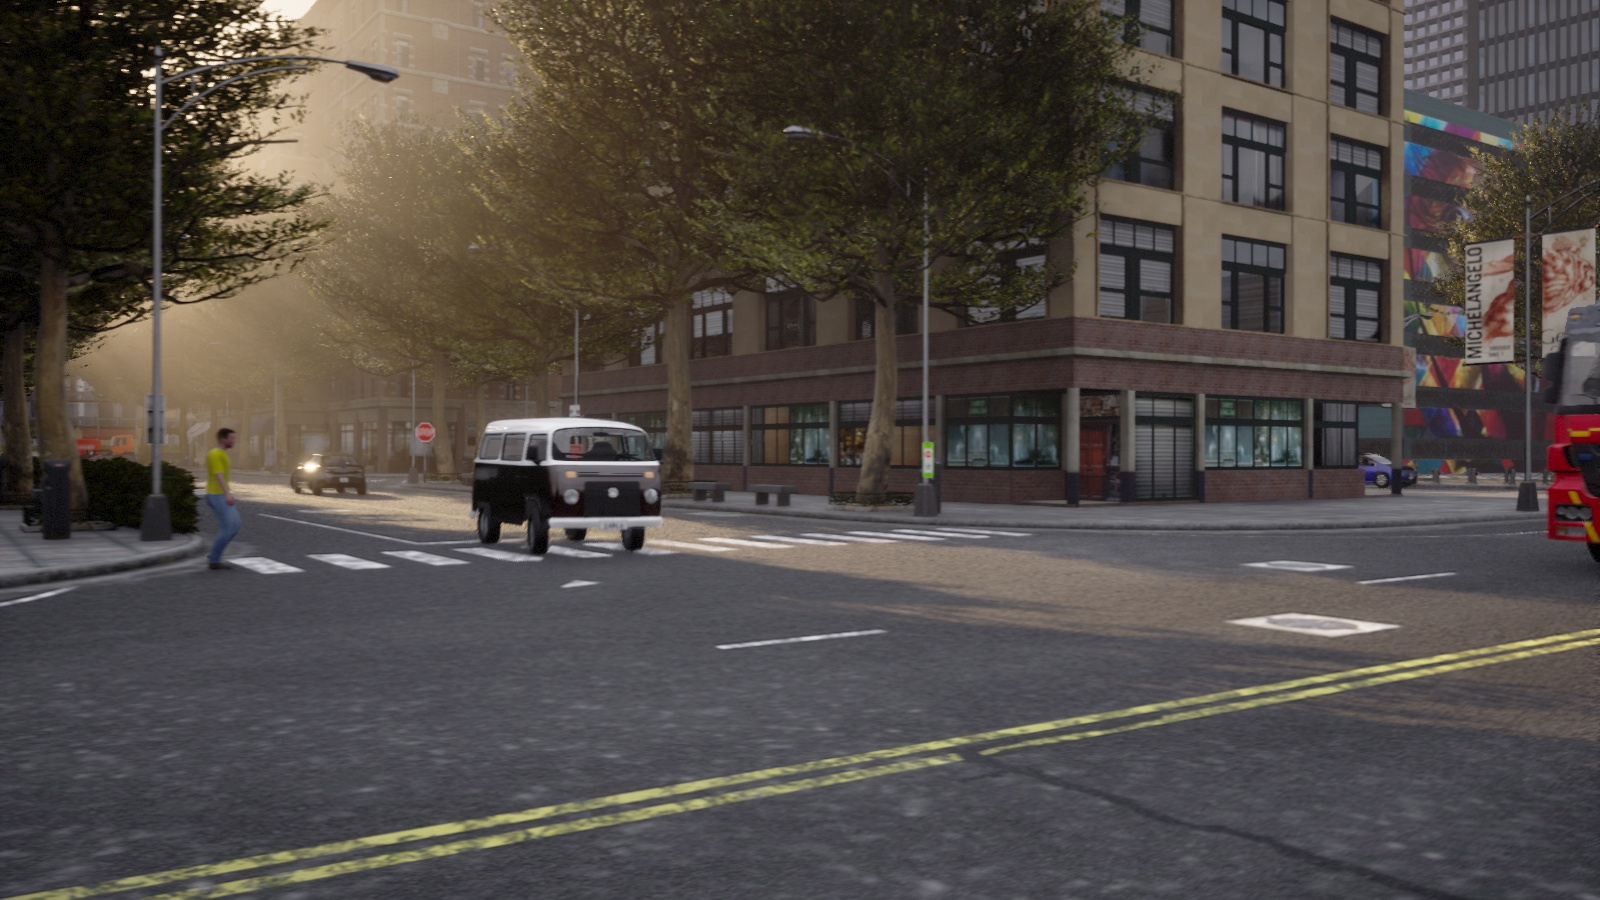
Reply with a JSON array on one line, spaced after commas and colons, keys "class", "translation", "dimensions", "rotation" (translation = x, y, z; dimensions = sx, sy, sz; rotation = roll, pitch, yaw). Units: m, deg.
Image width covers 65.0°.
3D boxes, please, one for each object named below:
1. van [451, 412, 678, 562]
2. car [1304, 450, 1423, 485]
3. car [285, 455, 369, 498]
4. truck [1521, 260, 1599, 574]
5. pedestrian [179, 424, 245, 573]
[{"class": "van", "translation": [-3.791, 0.523, 19.529], "dimensions": [2.069, 2.038, 4.480], "rotation": [1, 0, -30]}, {"class": "car", "translation": [25.369, 0.774, 56.686], "dimensions": [2.007, 1.525, 4.514], "rotation": [0, 0, -35]}, {"class": "car", "translation": [-16.892, 0.902, 44.699], "dimensions": [1.816, 1.474, 4.193], "rotation": [0, 0, -35]}, {"class": "truck", "translation": [13.515, -0.407, 17.261], "dimensions": [8.468, 3.827, 2.891], "rotation": [0, 0, -35]}, {"class": "pedestrian", "translation": [-7.377, 0.603, 15.774], "dimensions": [0.706, 1.836, 0.354], "rotation": [0, 0, -17]}]
